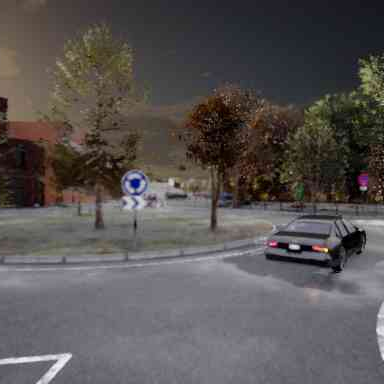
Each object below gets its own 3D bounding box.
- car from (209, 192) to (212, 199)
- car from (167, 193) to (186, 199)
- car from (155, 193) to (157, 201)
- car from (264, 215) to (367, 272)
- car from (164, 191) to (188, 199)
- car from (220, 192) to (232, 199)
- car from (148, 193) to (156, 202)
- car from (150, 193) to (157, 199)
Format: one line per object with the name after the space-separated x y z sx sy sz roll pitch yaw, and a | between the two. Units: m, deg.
8.342 0.999 92.594 5.566 2.045 2.435 0 0 -6 | car
-4.414 1.184 93.888 5.008 1.535 2.097 0 0 -6 | car
-8.889 1.238 74.348 1.882 1.535 5.008 0 0 -5 | car
4.127 1.437 10.569 2.033 1.411 5.357 0 1 37 | car
-3.847 0.935 88.264 5.566 2.045 2.435 0 0 -6 | car
8.909 1.118 86.842 4.553 1.767 2.185 0 1 -6 | car
-6.505 1.303 46.974 2.033 1.411 5.357 0 0 -5 | car
-10.466 1.069 91.287 1.837 1.490 4.892 0 0 -5 | car
